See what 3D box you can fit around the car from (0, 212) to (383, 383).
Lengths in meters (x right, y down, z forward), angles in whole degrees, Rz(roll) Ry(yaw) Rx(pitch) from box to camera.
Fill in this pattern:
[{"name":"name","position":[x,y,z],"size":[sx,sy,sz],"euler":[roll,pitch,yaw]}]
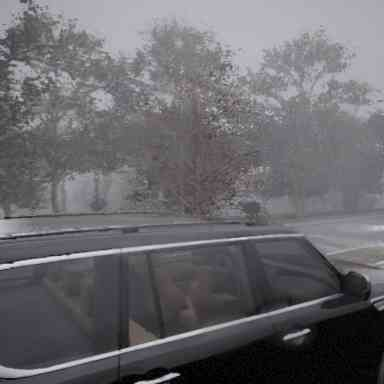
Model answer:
[{"name":"car","position":[0.061,1.221,3.158],"size":[5.566,2.045,2.150],"euler":[0,0,-35]}]
